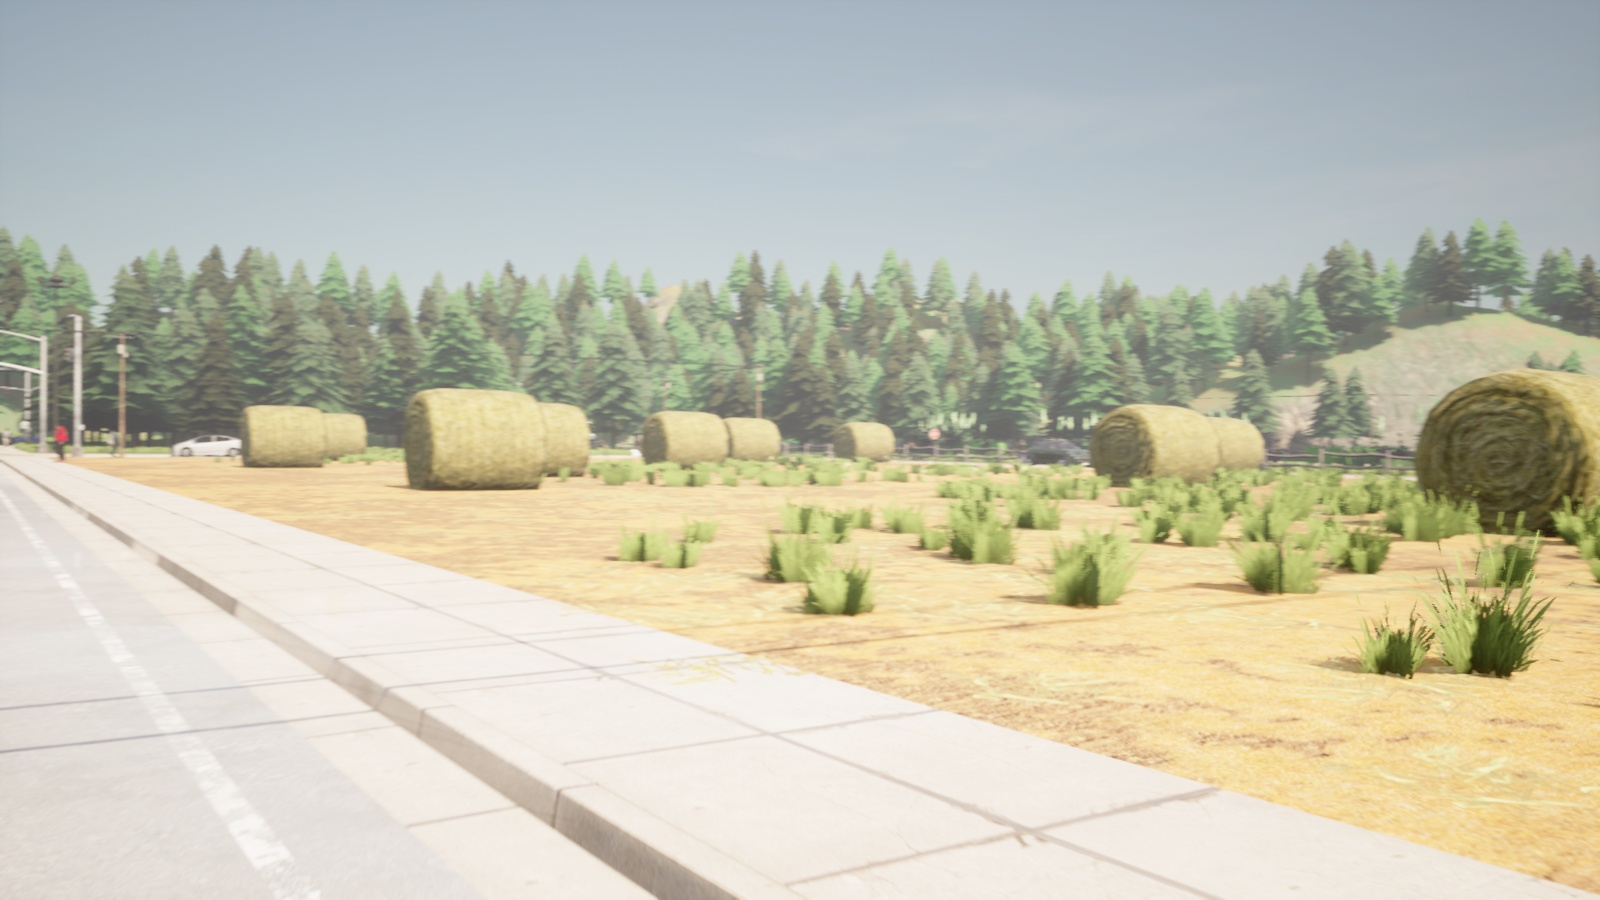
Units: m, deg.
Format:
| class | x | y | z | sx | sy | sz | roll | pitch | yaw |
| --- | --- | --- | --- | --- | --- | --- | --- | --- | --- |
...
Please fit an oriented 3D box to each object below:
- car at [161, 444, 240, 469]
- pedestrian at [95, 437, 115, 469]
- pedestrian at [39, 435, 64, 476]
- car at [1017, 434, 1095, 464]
| class | x | y | z | sx | sy | sz | roll | pitch | yaw |
| --- | --- | --- | --- | --- | --- | --- | --- | --- | --- |
| car | -39.666 | 0.413 | 83.115 | 4.514 | 1.525 | 2.007 | -1 | 0 | -33 |
| pedestrian | -40.879 | 0.188 | 73.897 | 0.900 | 1.855 | 0.874 | -1 | 0 | -22 |
| pedestrian | -34.077 | 0.245 | 57.193 | 0.899 | 1.844 | 0.634 | -1 | 0 | -23 |
| car | 15.336 | -0.084 | 75.552 | 2.097 | 1.767 | 4.553 | -1 | 0 | -30 |
